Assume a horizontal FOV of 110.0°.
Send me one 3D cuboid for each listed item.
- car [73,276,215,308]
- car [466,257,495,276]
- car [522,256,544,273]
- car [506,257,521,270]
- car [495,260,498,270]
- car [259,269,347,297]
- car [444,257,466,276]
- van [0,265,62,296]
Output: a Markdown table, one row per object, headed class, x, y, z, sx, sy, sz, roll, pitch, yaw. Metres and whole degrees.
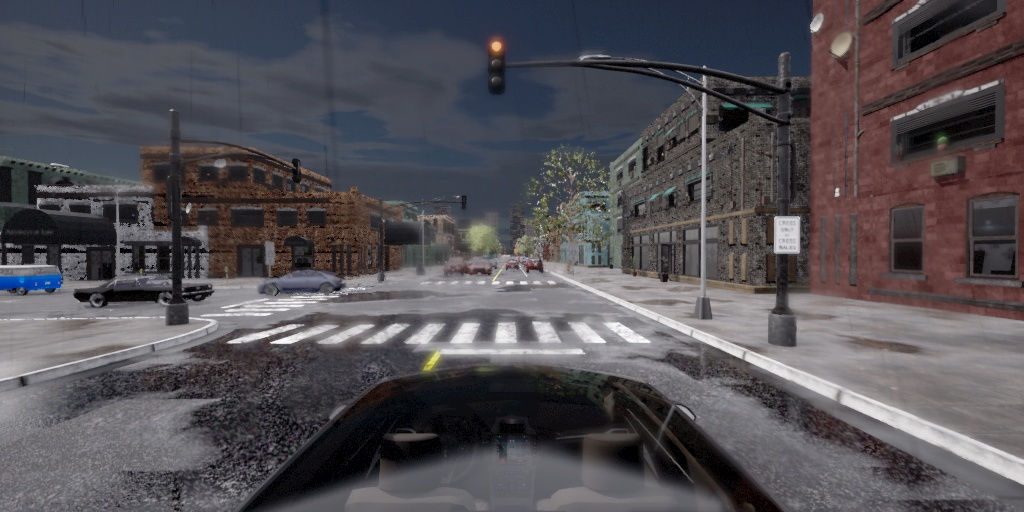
| class | x | y | z | sx | sy | sz | roll | pitch | yaw |
| --- | --- | --- | --- | --- | --- | --- | --- | --- | --- |
| car | -16.547 | 1.576 | 16.351 | 4.718 | 1.301 | 1.895 | -1 | 1 | -1 |
| car | -3.125 | 1.095 | 36.448 | 2.097 | 1.767 | 4.553 | 0 | 0 | 0 |
| car | 2.663 | 1.055 | 42.860 | 2.192 | 1.841 | 5.009 | 0 | 0 | 0 |
| car | 0.060 | 1.263 | 53.903 | 1.812 | 1.442 | 4.674 | 0 | 0 | 0 |
| car | -3.131 | 1.243 | 53.635 | 1.837 | 1.490 | 4.892 | 0 | 0 | 0 |
| car | -11.440 | 1.434 | 19.837 | 4.181 | 1.385 | 1.994 | -1 | 1 | -9 |
| car | -5.713 | 1.057 | 37.309 | 2.192 | 1.841 | 5.009 | 0 | 0 | 0 |
| van | -30.312 | 1.458 | 21.972 | 3.998 | 1.789 | 1.690 | 0 | 0 | -1 |
